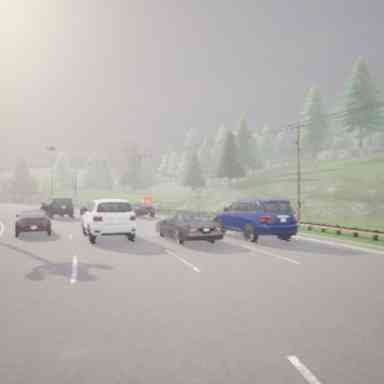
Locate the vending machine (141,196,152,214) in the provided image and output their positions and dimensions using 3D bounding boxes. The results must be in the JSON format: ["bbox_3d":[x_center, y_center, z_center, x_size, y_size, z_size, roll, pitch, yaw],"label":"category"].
[{"bbox_3d":[-5.628,1.606,41.450,1.100,2.100,0.880,0,-1,-37],"label":"vending machine"}]

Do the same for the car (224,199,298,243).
[{"bbox_3d":[3.102,1.373,17.317,2.150,2.045,5.566,0,-1,-21],"label":"car"}]

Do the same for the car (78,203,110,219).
[{"bbox_3d":[-10.244,1.891,34.691,1.812,1.442,4.674,0,-1,-35],"label":"car"}]

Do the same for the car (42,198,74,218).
[{"bbox_3d":[-13.571,1.589,33.441,2.150,2.045,5.566,0,-1,-36],"label":"car"}]

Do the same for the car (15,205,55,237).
[{"bbox_3d":[-9.456,1.749,19.870,1.812,1.442,4.674,0,-1,-25],"label":"car"}]

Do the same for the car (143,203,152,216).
[{"bbox_3d":[-5.395,1.843,33.767,1.837,1.490,4.892,0,-1,-32],"label":"car"}]

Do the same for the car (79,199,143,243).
[{"bbox_3d":[-4.458,1.404,17.492,2.150,2.045,5.566,0,-1,-23],"label":"car"}]

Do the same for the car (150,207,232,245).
[{"bbox_3d":[-0.309,1.705,16.594,2.033,1.411,5.357,0,-1,-22],"label":"car"}]
